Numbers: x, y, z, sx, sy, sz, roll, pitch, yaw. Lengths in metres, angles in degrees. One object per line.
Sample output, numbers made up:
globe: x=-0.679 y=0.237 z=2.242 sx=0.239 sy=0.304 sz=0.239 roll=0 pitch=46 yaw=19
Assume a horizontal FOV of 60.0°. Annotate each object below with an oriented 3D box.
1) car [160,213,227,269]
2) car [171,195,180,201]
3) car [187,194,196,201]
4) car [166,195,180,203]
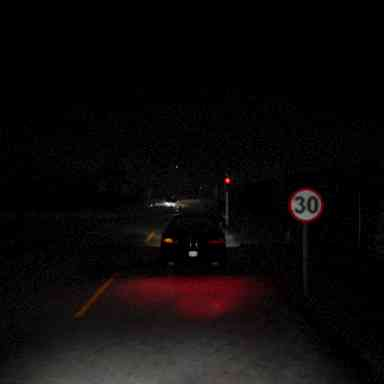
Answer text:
car: x=0.049 y=1.447 z=11.118 sx=1.882 sy=1.535 sz=5.008 roll=0 pitch=0 yaw=0
car: x=-4.015 y=1.332 z=80.060 sx=1.994 sy=1.385 sz=4.181 roll=0 pitch=0 yaw=0
car: x=-0.014 y=1.141 z=73.891 sx=1.812 sy=1.442 sz=4.674 roll=0 pitch=0 yaw=0
car: x=-4.030 y=1.321 z=64.580 sx=2.128 sy=1.511 sz=4.902 roll=0 pitch=0 yaw=0
